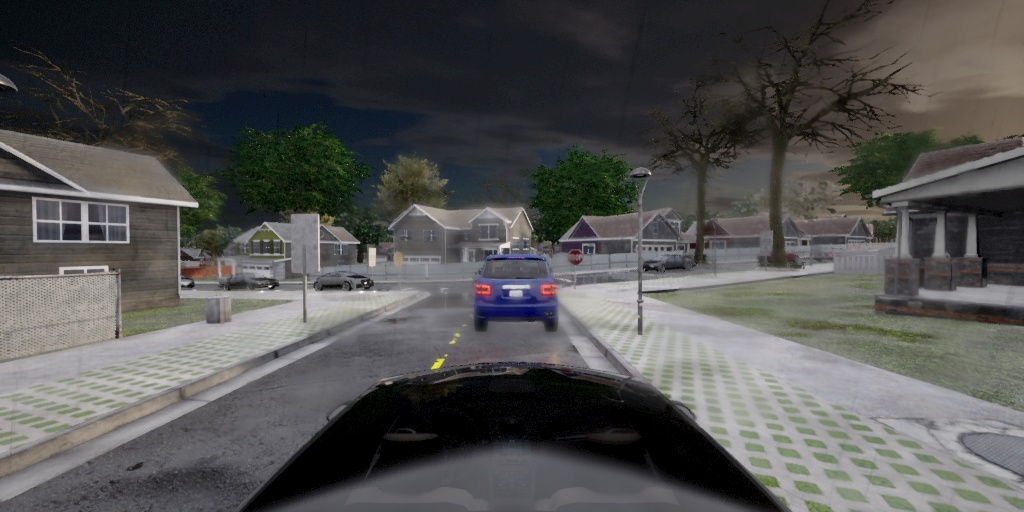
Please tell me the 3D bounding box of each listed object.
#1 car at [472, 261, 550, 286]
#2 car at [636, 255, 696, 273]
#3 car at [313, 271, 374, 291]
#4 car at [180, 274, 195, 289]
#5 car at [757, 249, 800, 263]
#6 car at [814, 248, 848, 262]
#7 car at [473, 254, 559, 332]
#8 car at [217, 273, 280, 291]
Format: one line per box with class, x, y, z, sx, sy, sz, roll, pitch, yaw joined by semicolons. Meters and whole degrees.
car;-0.131;1.235;25.823;5.357;1.411;2.033;-3;1;-8
car;13.126;0.620;30.342;5.357;1.411;2.033;-3;2;-25
car;-11.919;1.751;25.358;4.181;1.385;1.994;-2;0;21
car;-31.674;2.398;33.291;4.902;1.511;2.128;-2;0;22
car;27.483;-0.037;37.049;5.008;1.535;1.882;-2;2;-25
car;32.990;-0.083;36.382;5.357;1.411;2.033;-2;2;-25
car;0.116;0.968;11.021;2.150;2.045;5.566;0;0;0
car;-21.475;2.095;29.167;5.357;1.411;2.033;-2;0;22
